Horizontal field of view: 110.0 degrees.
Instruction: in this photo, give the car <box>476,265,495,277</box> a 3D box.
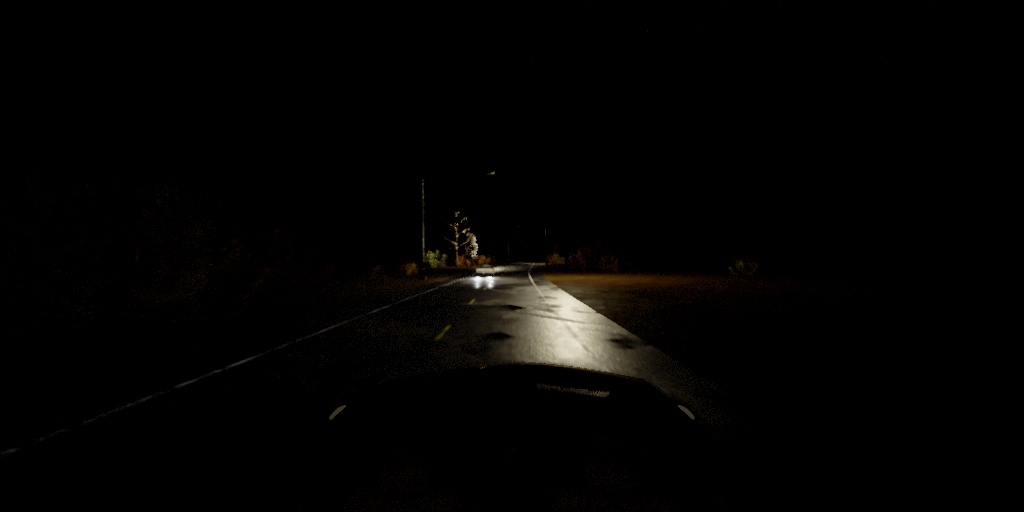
[{"bbox_3d":[-3.163,1.745,42.997,1.895,1.301,4.718,-1,-1,2],"label":"car"}]
